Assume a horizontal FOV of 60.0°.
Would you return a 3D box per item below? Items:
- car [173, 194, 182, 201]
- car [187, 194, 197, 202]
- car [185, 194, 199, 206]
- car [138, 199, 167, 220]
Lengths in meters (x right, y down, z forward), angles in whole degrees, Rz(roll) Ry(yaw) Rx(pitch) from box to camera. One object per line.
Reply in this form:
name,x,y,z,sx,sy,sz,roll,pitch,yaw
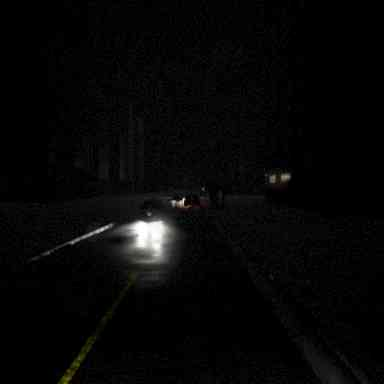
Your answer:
car,-2.990,1.099,68.922,1.837,1.490,4.892,0,0,0
car,0.014,1.191,66.174,1.994,1.385,4.181,0,0,0
car,0.007,1.094,49.168,2.097,1.767,4.553,0,0,1
car,-3.095,1.349,26.566,2.128,1.511,4.902,0,0,0
